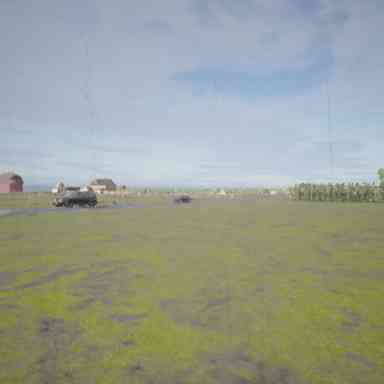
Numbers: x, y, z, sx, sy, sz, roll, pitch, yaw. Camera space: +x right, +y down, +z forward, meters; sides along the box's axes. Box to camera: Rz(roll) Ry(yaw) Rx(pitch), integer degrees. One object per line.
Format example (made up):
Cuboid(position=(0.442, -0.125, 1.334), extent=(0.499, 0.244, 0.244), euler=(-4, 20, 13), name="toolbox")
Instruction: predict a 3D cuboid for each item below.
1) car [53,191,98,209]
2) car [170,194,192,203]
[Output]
Cuboid(position=(-14.244, 0.947, 41.000), extent=(2.150, 2.045, 5.566), euler=(1, 0, 34), name="car")
Cuboid(position=(-1.960, 1.220, 59.155), extent=(1.837, 1.490, 4.892), euler=(1, 0, 34), name="car")
